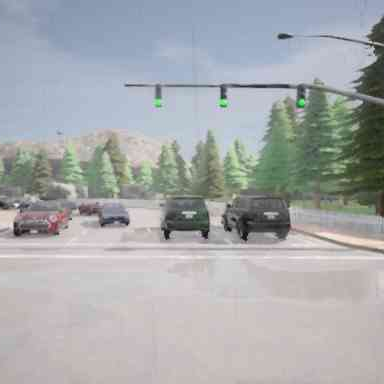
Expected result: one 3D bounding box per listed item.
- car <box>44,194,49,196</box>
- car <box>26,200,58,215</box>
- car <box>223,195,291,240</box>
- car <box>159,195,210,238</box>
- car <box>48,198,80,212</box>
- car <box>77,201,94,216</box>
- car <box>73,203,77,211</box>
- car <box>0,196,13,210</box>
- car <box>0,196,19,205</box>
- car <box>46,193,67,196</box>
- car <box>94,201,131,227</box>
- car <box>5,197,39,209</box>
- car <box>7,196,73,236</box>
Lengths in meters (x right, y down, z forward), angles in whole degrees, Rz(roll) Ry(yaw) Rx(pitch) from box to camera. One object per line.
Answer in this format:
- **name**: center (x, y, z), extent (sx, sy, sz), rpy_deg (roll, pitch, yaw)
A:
- **car**: center (-24.059, 1.454, 49.567), extent (4.674, 1.442, 1.812), rpy_deg (0, 0, 26)
- **car**: center (-15.544, 1.539, 34.300), extent (1.895, 1.301, 4.718), rpy_deg (0, 0, -40)
- **car**: center (3.097, 1.183, 16.934), extent (2.150, 2.045, 5.566), rpy_deg (0, 0, -7)
- **car**: center (-0.492, 1.179, 17.526), extent (2.150, 2.045, 5.566), rpy_deg (0, 0, -8)
- **car**: center (-15.282, 1.504, 39.490), extent (4.181, 1.385, 1.994), rpy_deg (0, 0, 45)
- **car**: center (-9.367, 1.548, 31.604), extent (1.895, 1.301, 4.718), rpy_deg (0, 0, -31)
- **car**: center (-10.637, 1.449, 26.443), extent (1.837, 1.490, 4.892), rpy_deg (0, 0, -26)
- **car**: center (-23.000, 1.419, 41.199), extent (4.902, 1.511, 2.128), rpy_deg (0, 0, 34)
- **car**: center (-32.169, 1.394, 56.318), extent (5.008, 1.535, 1.882), rpy_deg (0, 0, 9)
- **car**: center (-22.226, 1.153, 52.809), extent (5.566, 2.045, 2.150), rpy_deg (0, 0, 23)
- **car**: center (-5.421, 1.499, 22.862), extent (2.033, 1.411, 5.357), rpy_deg (0, 0, -18)
- **car**: center (-23.245, 1.454, 45.439), extent (4.674, 1.442, 1.812), rpy_deg (0, 0, 31)
- **car**: center (-8.024, 1.299, 18.035), extent (2.097, 1.767, 4.553), rpy_deg (0, 0, -13)
